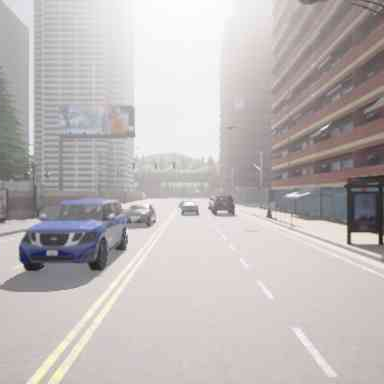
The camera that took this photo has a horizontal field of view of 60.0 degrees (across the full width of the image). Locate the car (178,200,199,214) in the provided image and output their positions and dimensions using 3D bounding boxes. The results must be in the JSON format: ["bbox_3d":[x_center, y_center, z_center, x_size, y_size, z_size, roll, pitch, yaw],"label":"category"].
[{"bbox_3d":[-0.202,1.680,36.515,2.033,1.411,5.357,0,0,0],"label":"car"}]

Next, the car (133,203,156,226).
[{"bbox_3d":[-3.704,1.579,23.961,2.128,1.511,4.902,0,0,0],"label":"car"}]

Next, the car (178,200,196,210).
[{"bbox_3d":[-0.804,1.774,47.644,1.895,1.301,4.718,0,0,-9],"label":"car"}]

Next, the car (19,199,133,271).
[{"bbox_3d":[-3.675,1.266,11.455,2.150,2.045,5.566,0,-1,0],"label":"car"}]

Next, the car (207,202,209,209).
[{"bbox_3d":[3.178,1.714,45.953,2.033,1.411,5.357,0,0,0],"label":"car"}]

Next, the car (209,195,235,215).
[{"bbox_3d":[3.297,1.351,35.769,2.150,2.045,5.566,0,0,0],"label":"car"}]
